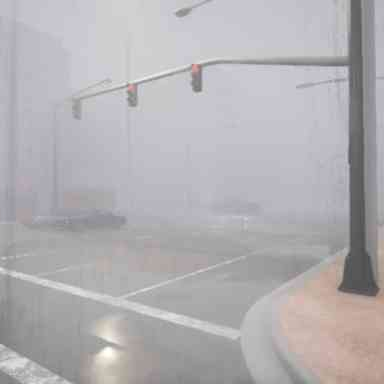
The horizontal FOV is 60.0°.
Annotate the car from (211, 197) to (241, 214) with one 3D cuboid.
[{"bbox_3d":[4.641,1.705,42.845,2.150,2.045,5.566,-1,-1,36],"label":"car"}]

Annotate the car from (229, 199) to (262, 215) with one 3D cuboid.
[{"bbox_3d":[6.780,1.939,39.832,1.837,1.490,4.892,-1,-1,36],"label":"car"}]

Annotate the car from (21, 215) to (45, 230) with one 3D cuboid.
[{"bbox_3d":[-9.368,1.875,23.485,1.895,1.301,4.718,-1,-1,35],"label":"car"}]

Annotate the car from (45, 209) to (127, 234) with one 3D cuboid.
[{"bbox_3d":[-6.557,1.840,21.418,1.895,1.301,4.718,-1,-1,36],"label":"car"}]
